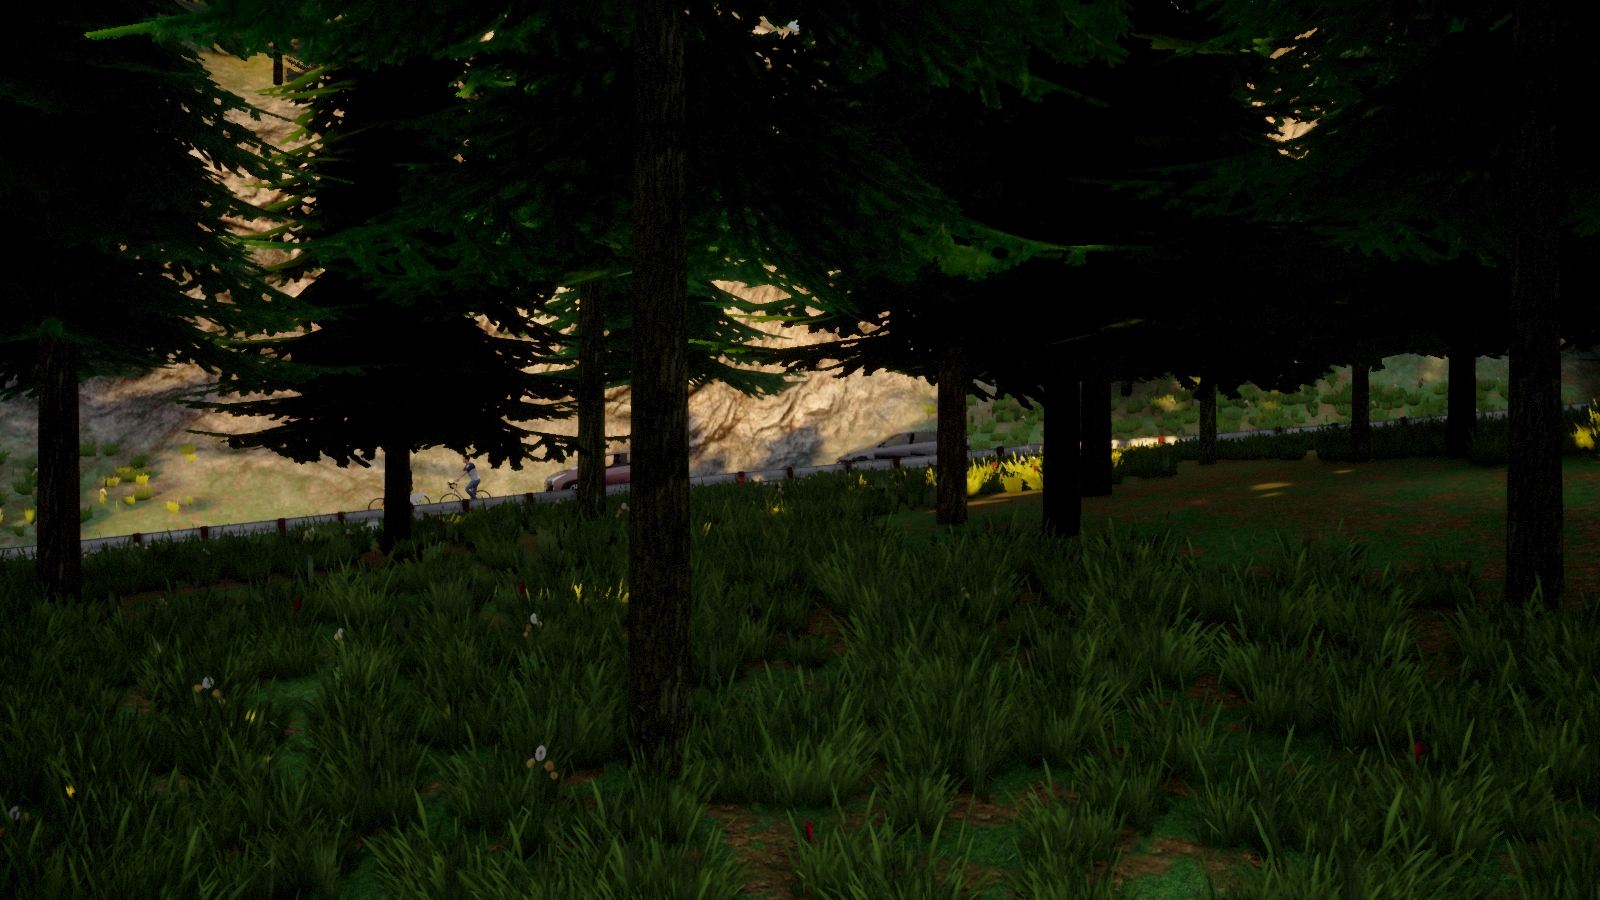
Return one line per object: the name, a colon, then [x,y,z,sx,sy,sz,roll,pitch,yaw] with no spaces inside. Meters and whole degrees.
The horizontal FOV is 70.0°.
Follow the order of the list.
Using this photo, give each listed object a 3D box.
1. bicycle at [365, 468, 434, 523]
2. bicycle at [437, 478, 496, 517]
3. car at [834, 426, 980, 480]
bicycle: [-12.076,1.355,34.488,1.835,1.471,0.329,-5,2,-29]
bicycle: [-10.252,1.440,35.171,1.643,1.024,0.373,-5,3,-36]
car: [3.685,0.089,40.009,4.792,1.488,2.163,-4,0,0]
